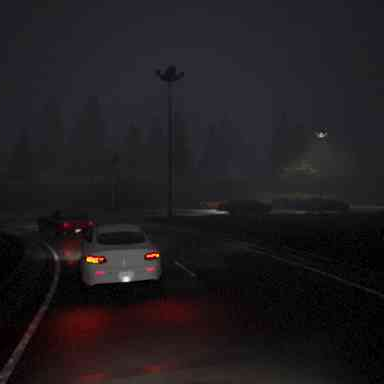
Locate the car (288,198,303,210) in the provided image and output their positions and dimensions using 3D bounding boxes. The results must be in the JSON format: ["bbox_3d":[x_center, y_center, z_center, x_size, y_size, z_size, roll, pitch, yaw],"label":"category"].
[{"bbox_3d":[14.662,1.488,40.378,5.008,1.535,1.882,0,0,-16],"label":"car"}]

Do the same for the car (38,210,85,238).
[{"bbox_3d":[-6.916,1.616,18.069,1.895,1.301,4.718,0,0,-37],"label":"car"}]

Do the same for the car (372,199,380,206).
[{"bbox_3d":[30.460,1.569,52.103,4.181,1.385,1.994,0,0,-15],"label":"car"}]

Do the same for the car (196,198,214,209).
[{"bbox_3d":[3.004,1.500,44.339,5.008,1.535,1.882,0,0,-16],"label":"car"}]

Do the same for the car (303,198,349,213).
[{"bbox_3d":[15.152,1.534,36.908,4.674,1.442,1.812,0,0,-14],"label":"car"}]

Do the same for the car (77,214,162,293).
[{"bbox_3d":[-2.051,1.533,8.959,1.812,1.442,4.674,0,0,-18],"label":"car"}]

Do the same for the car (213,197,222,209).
[{"bbox_3d":[5.284,1.583,41.352,4.181,1.385,1.994,0,0,-16],"label":"car"}]

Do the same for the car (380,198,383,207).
[{"bbox_3d":[30.286,1.567,48.424,4.181,1.385,1.994,0,0,-15],"label":"car"}]

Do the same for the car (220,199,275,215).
[{"bbox_3d":[5.734,1.615,34.211,4.718,1.301,1.895,0,0,-16],"label":"car"}]

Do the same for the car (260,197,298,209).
[{"bbox_3d":[12.292,1.494,46.975,5.008,1.535,1.882,0,0,-16],"label":"car"}]

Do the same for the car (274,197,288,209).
[{"bbox_3d":[13.905,1.504,43.799,4.902,1.511,2.128,0,0,-16],"label":"car"}]
